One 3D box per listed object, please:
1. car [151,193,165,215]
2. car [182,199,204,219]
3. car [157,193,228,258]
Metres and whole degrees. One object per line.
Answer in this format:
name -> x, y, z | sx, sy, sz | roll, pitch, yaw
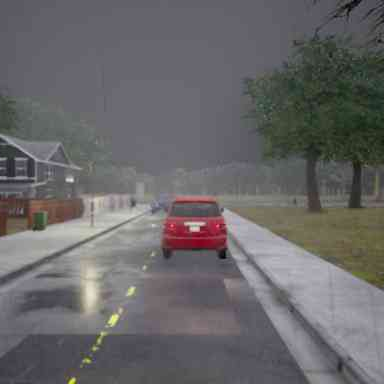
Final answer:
car -> -2.850, 1.154, 33.850 | 2.150, 2.045, 5.566 | 0, 0, 0
car -> 0.088, 1.445, 29.177 | 1.837, 1.490, 4.892 | 0, 0, 0
car -> 0.090, 1.196, 12.810 | 2.150, 2.045, 5.566 | 0, 0, 0
